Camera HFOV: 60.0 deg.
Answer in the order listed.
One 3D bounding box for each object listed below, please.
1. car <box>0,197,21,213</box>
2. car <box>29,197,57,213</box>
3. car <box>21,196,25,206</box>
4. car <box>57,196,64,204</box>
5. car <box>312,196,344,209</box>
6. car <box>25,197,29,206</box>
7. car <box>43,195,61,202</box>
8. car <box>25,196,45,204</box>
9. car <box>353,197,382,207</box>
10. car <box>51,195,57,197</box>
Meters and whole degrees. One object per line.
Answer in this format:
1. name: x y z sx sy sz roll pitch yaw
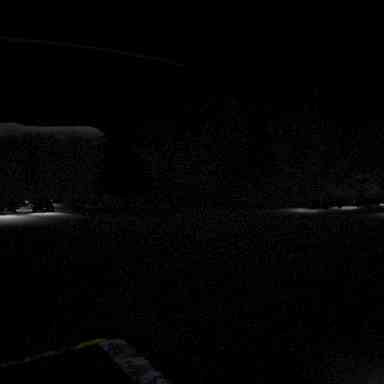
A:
1. car: -19.954 1.473 35.843 2.128 1.511 4.902 0 0 -28
2. car: -16.649 1.536 37.102 1.994 1.385 4.181 0 0 -29
3. car: -23.767 1.540 43.900 1.994 1.385 4.181 0 0 -21
4. car: -25.979 1.449 64.124 2.128 1.511 4.902 0 0 -11
5. car: 17.103 1.327 41.865 5.008 1.535 1.882 0 0 -35
6. car: -26.787 1.460 52.138 2.128 1.511 4.902 0 0 -18
7. car: -30.372 1.465 72.460 2.033 1.411 5.357 0 0 -3
8. car: -29.216 1.504 62.182 2.033 1.411 5.357 0 0 -11
9. car: 25.026 1.378 47.432 4.718 1.301 1.895 -1 0 -35
10. car: -23.717 1.506 53.971 2.033 1.411 5.357 0 0 -18
